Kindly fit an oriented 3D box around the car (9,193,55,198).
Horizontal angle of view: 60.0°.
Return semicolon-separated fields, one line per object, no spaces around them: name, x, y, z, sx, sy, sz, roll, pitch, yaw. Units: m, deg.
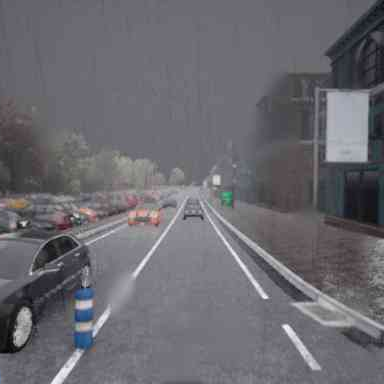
car;-22.589;1.239;45.991;5.566;2.045;2.435;0;1;1

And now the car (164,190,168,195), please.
car;-9.118;0.869;84.861;4.553;1.767;2.185;0;1;1

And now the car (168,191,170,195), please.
car;-9.128;0.951;87.648;4.892;1.521;2.231;0;1;1

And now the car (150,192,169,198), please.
car;-9.060;0.862;93.213;4.892;1.521;2.231;0;1;1

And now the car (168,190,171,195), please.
car;-9.280;0.901;90.432;5.366;1.575;1.946;0;1;1

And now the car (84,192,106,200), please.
car;-22.280;0.926;76.621;4.553;1.767;2.185;0;1;1

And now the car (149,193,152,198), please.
car;-9.462;1.448;54.251;4.892;1.521;2.231;0;1;1

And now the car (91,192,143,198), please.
car;-9.594;1.349;43.117;5.566;2.045;2.435;0;1;1

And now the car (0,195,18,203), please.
car;-22.734;1.477;37.516;4.553;1.767;2.185;0;0;1

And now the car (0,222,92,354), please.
car;-3.342;1.565;6.281;1.837;1.490;4.892;0;-1;0

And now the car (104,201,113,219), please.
car;-9.709;1.766;29.187;4.674;1.452;2.002;0;0;1

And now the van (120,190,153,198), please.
van;-9.544;1.181;57.033;4.442;1.987;1.878;0;1;1

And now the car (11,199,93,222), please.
car;-9.792;1.595;23.620;4.553;1.767;2.185;0;0;1

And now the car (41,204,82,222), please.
car;-9.818;1.734;20.832;4.792;1.488;2.163;0;0;1

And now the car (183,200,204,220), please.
car;0.128;1.771;31.049;2.033;1.411;5.357;0;0;0

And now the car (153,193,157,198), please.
car;-9.406;1.368;59.818;5.008;1.535;2.097;0;1;1

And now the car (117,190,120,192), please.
car;-22.232;0.752;87.761;4.553;1.767;2.185;0;1;1

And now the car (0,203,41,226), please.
car;-9.812;1.521;15.258;4.553;1.767;2.185;0;-1;1

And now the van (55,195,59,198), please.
van;-22.473;1.227;48.775;4.442;1.987;1.878;0;1;1

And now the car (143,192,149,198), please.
car;-9.453;1.362;51.341;4.553;1.767;2.185;0;1;1

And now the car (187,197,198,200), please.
car;0.178;1.523;50.263;2.128;1.511;4.902;0;1;0

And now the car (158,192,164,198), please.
car;-9.132;1.245;68.165;5.366;1.575;1.946;0;1;1

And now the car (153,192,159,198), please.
car;-9.367;1.328;62.600;5.008;1.535;2.097;0;1;1

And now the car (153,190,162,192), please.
car;-9.257;1.081;70.947;4.553;1.767;2.185;0;1;1

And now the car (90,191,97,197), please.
car;-22.394;0.966;65.483;5.566;2.045;2.435;0;1;1

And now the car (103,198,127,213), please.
car;-9.645;1.698;34.765;5.008;1.535;2.097;0;0;1

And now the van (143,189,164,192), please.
van;-9.143;0.941;73.665;4.442;1.987;1.878;0;1;1

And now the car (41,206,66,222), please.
car;-9.787;1.709;18.044;4.792;1.488;2.163;0;-1;1

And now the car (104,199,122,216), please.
car;-9.672;1.716;31.976;5.008;1.535;2.097;0;0;1

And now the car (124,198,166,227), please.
car;-3.326;1.559;24.530;2.097;1.767;4.553;0;0;0

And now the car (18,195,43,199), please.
car;-22.832;1.525;43.212;5.366;1.575;1.946;0;1;1

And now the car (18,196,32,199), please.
car;-22.670;1.569;40.302;5.008;1.535;2.097;0;1;1

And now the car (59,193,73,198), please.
car;-22.538;1.415;54.348;4.674;1.452;2.002;0;1;1

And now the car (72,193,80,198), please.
car;-22.513;1.336;57.133;5.008;1.535;2.097;0;1;1

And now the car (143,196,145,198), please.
car;-9.534;1.562;45.903;5.008;1.535;2.097;0;1;1

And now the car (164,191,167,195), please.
car;-9.181;1.077;82.082;4.674;1.452;2.002;0;1;1

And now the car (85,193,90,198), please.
car;-22.481;1.286;62.700;4.792;1.488;2.163;0;1;1

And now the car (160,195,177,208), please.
car;-3.183;1.581;48.837;2.033;1.411;5.357;0;1;0

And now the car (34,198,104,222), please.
car;-9.764;1.602;26.400;4.553;1.767;2.185;0;0;1

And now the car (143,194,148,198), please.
car;-9.697;1.520;48.688;5.366;1.575;1.946;0;1;1

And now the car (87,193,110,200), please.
car;-22.290;1.008;79.408;5.008;1.535;2.097;0;1;1

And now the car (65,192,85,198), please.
car;-22.486;1.297;59.917;4.892;1.521;2.231;0;1;1
